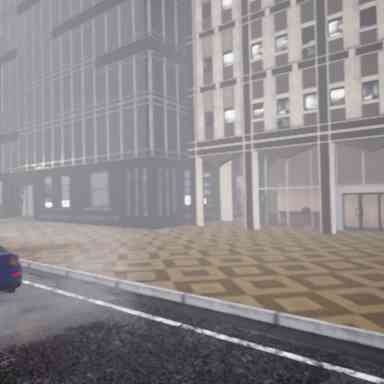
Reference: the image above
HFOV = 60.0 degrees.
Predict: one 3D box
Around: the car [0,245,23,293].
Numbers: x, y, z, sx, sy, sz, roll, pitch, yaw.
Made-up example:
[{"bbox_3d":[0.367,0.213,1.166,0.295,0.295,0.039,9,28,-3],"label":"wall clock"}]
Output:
[{"bbox_3d":[-5.795,1.626,7.817,4.674,1.442,1.812,-1,0,36],"label":"car"}]
